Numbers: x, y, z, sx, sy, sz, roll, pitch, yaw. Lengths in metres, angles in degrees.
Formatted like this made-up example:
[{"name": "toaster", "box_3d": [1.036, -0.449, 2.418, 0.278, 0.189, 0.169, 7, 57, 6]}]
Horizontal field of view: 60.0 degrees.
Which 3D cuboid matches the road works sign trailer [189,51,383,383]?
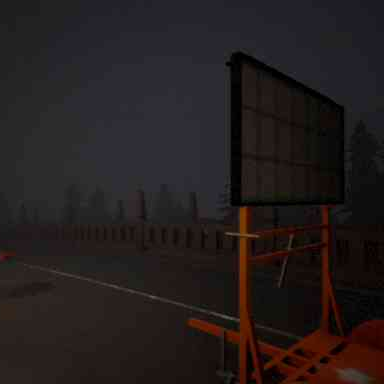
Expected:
[{"name": "road works sign trailer", "box_3d": [1.012, 0.545, 3.809, 2.880, 3.560, 2.380, -1, -2, 44]}]
